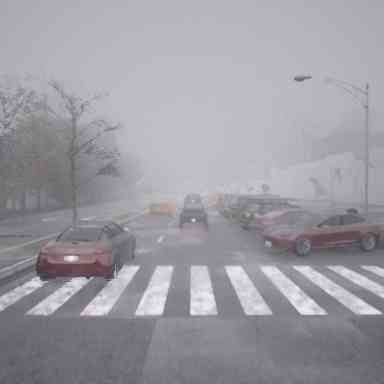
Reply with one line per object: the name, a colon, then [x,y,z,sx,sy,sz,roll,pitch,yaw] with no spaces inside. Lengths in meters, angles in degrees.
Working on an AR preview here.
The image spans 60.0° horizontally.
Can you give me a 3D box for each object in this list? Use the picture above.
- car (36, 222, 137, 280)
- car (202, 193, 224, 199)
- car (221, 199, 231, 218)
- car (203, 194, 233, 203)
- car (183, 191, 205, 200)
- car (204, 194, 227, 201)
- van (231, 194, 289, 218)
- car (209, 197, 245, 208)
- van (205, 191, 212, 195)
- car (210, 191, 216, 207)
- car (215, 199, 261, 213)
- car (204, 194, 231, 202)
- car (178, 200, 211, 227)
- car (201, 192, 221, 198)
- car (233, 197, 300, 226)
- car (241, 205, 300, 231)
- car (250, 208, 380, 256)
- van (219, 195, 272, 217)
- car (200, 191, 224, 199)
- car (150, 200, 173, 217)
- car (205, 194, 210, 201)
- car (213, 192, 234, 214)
car: [-2.899,1.567,9.983,1.994,1.385,4.181,0,0,0]
car: [5.091,1.030,81.645,4.892,1.521,2.231,1,1,-20]
car: [5.067,1.495,24.960,4.892,1.521,2.231,1,0,-20]
car: [4.905,1.257,63.691,5.366,1.575,1.946,0,1,-20]
car: [0.106,1.213,41.298,2.150,2.045,5.566,0,0,-1]
car: [5.076,1.175,72.706,4.674,1.452,2.002,1,0,-20]
van: [5.184,1.269,22.021,4.442,1.987,1.878,1,0,-20]
car: [5.103,1.467,48.851,4.792,1.488,2.163,1,0,-20]
van: [4.972,1.153,54.752,4.442,1.987,1.878,0,1,-20]
car: [5.104,1.245,33.925,5.566,2.045,2.435,1,0,-20]
car: [5.071,1.531,36.897,4.674,1.452,2.002,1,0,-20]
car: [5.106,1.247,66.753,4.792,1.488,2.163,0,1,-20]
car: [0.103,1.510,23.096,1.837,1.490,4.892,0,0,0]
car: [5.257,0.918,93.643,5.366,1.575,1.946,1,0,-20]
car: [5.045,1.367,18.986,4.553,1.767,2.185,1,0,-20]
car: [5.068,1.532,16.013,4.674,1.452,2.002,1,0,-20]
car: [5.046,1.520,12.995,4.792,1.488,2.163,1,0,-20]
van: [4.969,1.269,30.882,4.442,1.987,1.878,1,0,-20]
car: [5.111,0.746,84.644,5.566,2.045,2.435,1,0,-20]
car: [-2.896,1.487,31.964,1.882,1.535,5.008,0,0,0]
car: [4.904,1.451,45.781,5.366,1.575,1.946,1,1,-20]
car: [5.052,1.244,27.929,5.566,2.045,2.435,1,0,-20]
